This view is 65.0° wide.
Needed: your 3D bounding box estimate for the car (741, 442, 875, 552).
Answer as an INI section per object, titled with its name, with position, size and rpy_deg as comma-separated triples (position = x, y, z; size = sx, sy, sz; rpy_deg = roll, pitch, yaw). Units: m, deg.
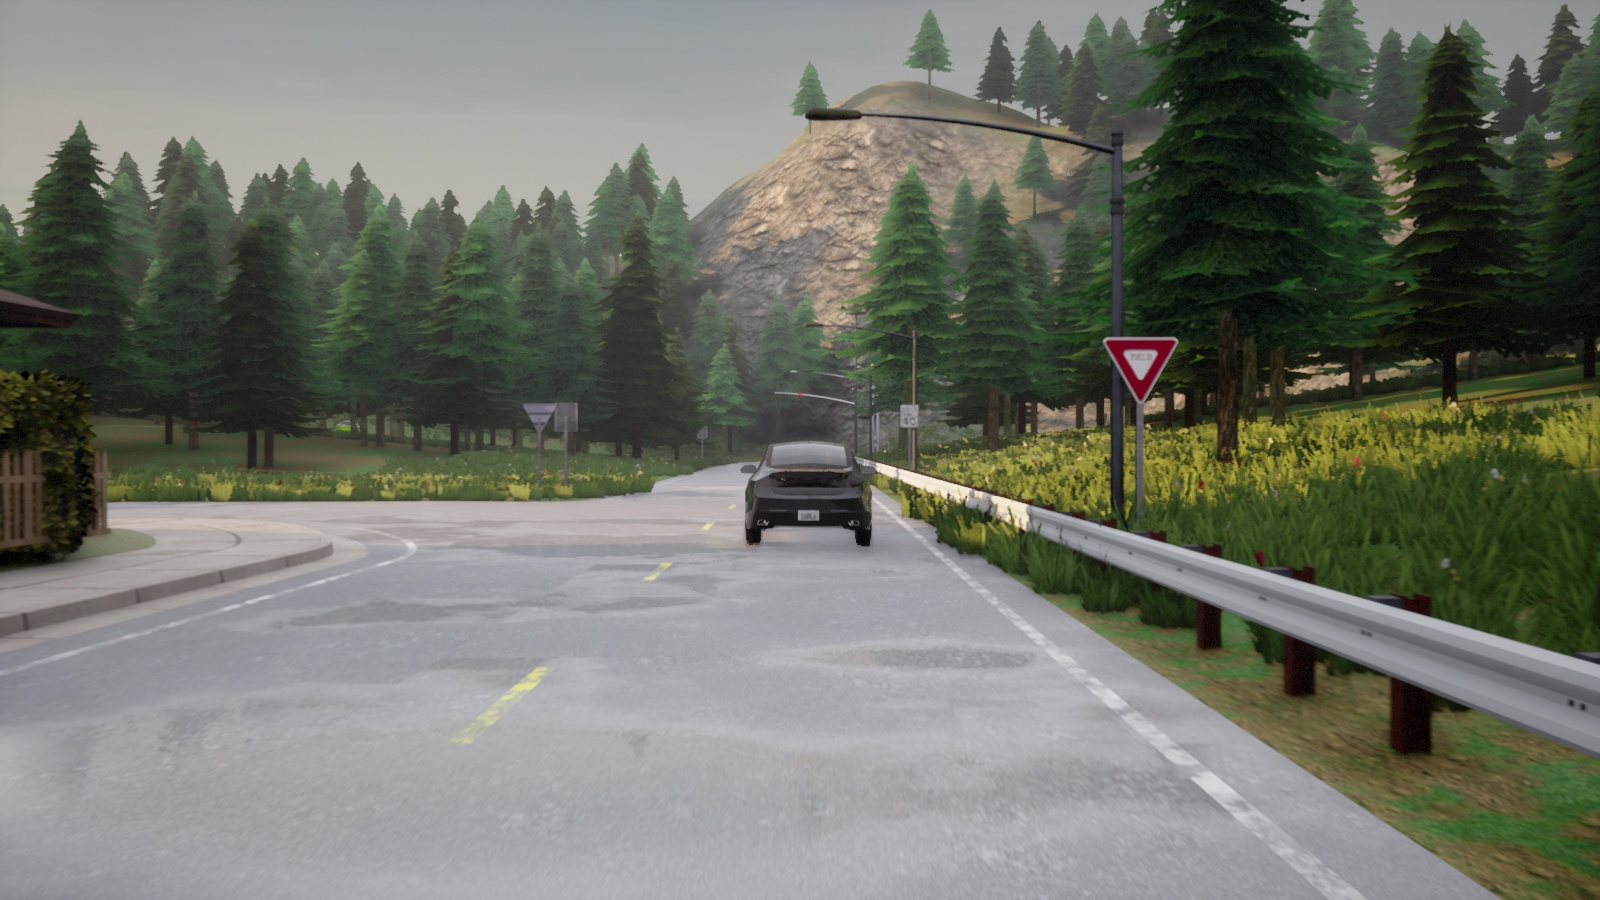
[car]
position = 0.128, 0.628, 19.762
size = 1.837, 1.490, 4.892
rpy_deg = 0, 1, 0
